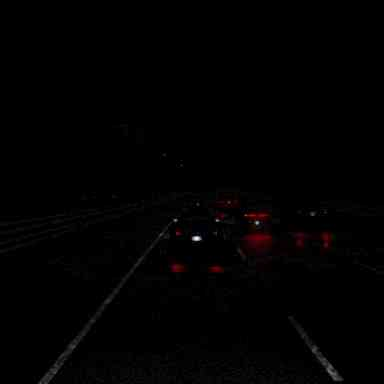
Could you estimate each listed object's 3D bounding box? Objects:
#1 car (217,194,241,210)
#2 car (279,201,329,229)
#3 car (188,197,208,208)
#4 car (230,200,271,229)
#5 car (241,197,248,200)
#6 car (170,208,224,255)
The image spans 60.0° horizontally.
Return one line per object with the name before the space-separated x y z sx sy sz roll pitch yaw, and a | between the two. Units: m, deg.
car | 4.297 1.245 40.555 2.150 2.045 5.566 0 0 2
car | 7.313 1.372 22.146 2.097 1.767 4.553 0 0 1
car | 0.671 1.365 36.862 2.097 1.767 4.553 0 0 2
car | 3.810 1.520 21.653 1.837 1.490 4.892 0 0 1
car | 8.365 1.512 55.302 2.033 1.411 5.357 0 0 3
car | 0.180 1.569 13.444 1.994 1.385 4.181 0 0 1
